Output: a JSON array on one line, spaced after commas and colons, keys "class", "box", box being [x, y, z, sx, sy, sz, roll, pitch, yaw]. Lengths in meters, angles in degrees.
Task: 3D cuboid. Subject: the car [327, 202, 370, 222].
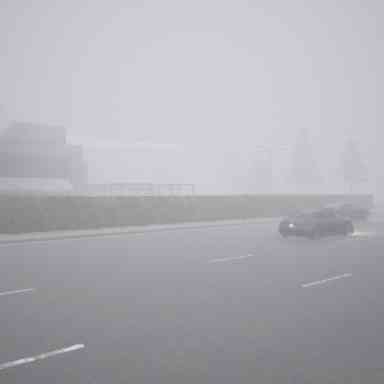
[{"class": "car", "box": [11.277, 1.477, 24.687, 5.008, 1.535, 1.882, 0, 0, -36]}]

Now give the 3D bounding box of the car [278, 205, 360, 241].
[{"class": "car", "box": [6.303, 1.564, 16.838, 4.181, 1.385, 1.994, 0, 0, -35]}]
